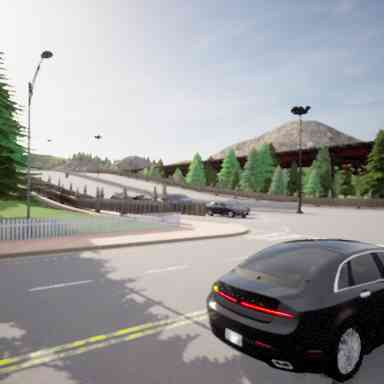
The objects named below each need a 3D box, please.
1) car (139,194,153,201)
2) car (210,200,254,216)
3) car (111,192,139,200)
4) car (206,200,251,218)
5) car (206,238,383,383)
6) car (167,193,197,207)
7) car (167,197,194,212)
[{"bbox_3d":[-7.811,1.059,52.187,1.895,1.301,4.718,0,4,-37],"label":"car"},{"bbox_3d":[4.252,1.659,36.249,1.837,1.490,4.892,0,0,-37],"label":"car"},{"bbox_3d":[-10.323,0.821,49.709,2.097,1.767,4.553,0,4,-37],"label":"car"},{"bbox_3d":[3.310,1.643,31.702,1.837,1.490,4.892,0,0,-37],"label":"car"},{"bbox_3d":[2.484,1.541,5.517,4.892,1.490,1.837,0,0,-35],"label":"car"},{"bbox_3d":[-1.684,1.239,44.069,2.150,2.045,5.566,1,2,-36],"label":"car"},{"bbox_3d":[-2.077,1.662,38.787,1.994,1.385,4.181,0,1,-37],"label":"car"}]
